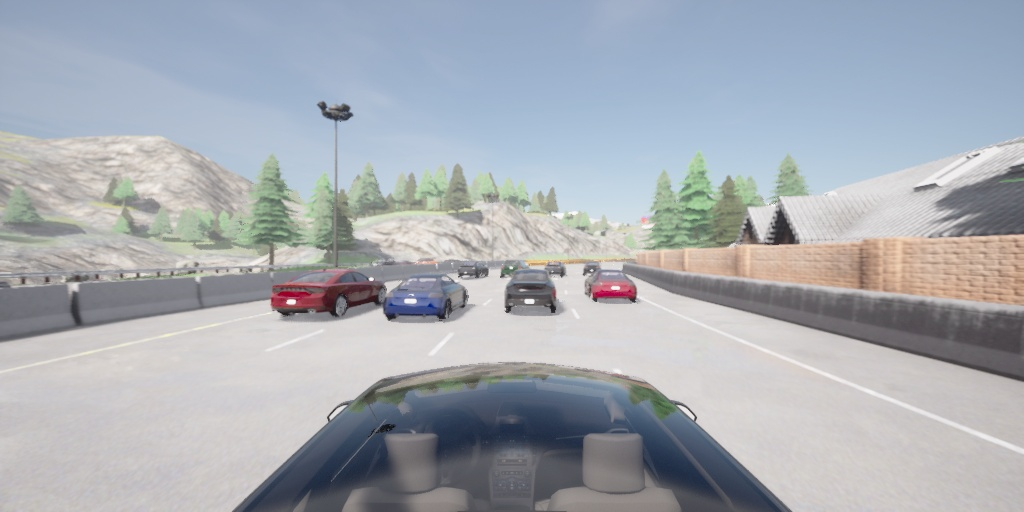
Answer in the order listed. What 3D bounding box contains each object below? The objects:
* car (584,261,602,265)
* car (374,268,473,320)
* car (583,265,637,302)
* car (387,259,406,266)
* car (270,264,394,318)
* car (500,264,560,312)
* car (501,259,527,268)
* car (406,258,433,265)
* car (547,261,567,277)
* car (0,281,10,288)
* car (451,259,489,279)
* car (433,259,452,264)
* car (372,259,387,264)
[{"bbox_3d":[8.613,1.288,38.243,1.812,1.442,4.674,0,0,15],"label":"car"},{"bbox_3d":[-2.854,1.303,12.605,1.994,1.385,4.181,0,0,4],"label":"car"},{"bbox_3d":[4.605,1.322,17.192,1.994,1.385,4.181,0,0,6],"label":"car"},{"bbox_3d":[-16.190,1.252,53.654,1.994,1.385,4.181,0,0,18],"label":"car"},{"bbox_3d":[-6.335,1.206,13.052,1.882,1.535,5.008,0,0,4],"label":"car"},{"bbox_3d":[0.781,1.253,14.248,1.837,1.490,4.892,0,0,5],"label":"car"},{"bbox_3d":[0.384,1.093,34.064,2.097,1.767,4.553,0,0,12],"label":"car"},{"bbox_3d":[-12.886,1.050,52.465,2.097,1.767,4.553,0,0,18],"label":"car"},{"bbox_3d":[4.342,1.243,35.670,2.128,1.511,4.902,0,0,13],"label":"car"},{"bbox_3d":[-17.277,1.204,9.628,1.837,1.490,4.892,0,0,3],"label":"car"},{"bbox_3d":[-3.458,1.222,32.871,2.128,1.511,4.902,0,0,11],"label":"car"},{"bbox_3d":[-9.120,1.215,52.781,1.837,1.490,4.892,0,0,18],"label":"car"},{"bbox_3d":[-19.447,1.170,54.943,2.128,1.511,4.902,0,0,18],"label":"car"}]
